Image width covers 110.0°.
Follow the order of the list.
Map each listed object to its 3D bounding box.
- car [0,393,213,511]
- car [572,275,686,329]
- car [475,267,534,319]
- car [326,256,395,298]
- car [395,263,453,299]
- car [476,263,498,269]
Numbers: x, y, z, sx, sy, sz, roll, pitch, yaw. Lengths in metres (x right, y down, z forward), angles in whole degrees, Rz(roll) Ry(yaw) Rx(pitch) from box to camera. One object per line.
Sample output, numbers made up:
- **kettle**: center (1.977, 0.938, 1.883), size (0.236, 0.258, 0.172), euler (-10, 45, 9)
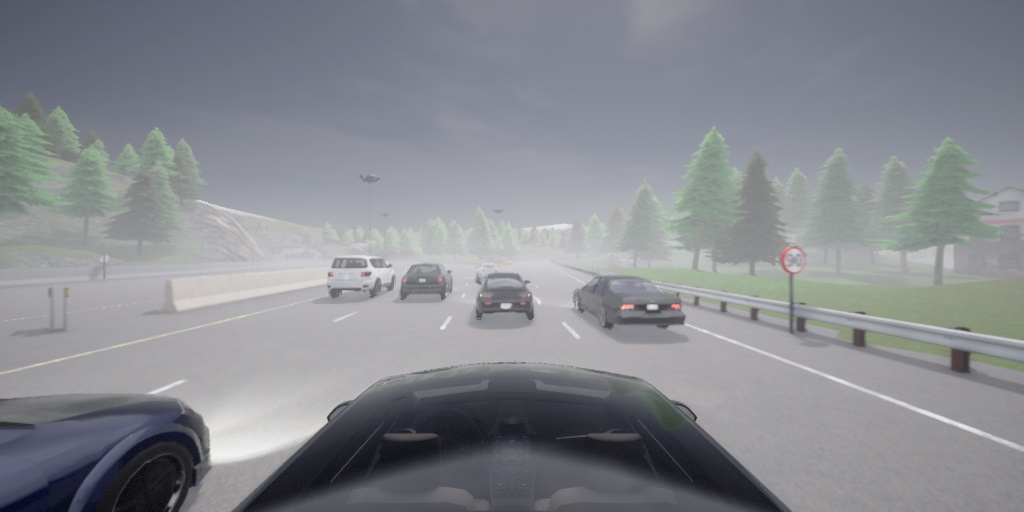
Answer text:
- **car**: center (-3.483, 1.323, 1.232), size (1.994, 1.385, 4.181), euler (0, 0, 0)
- **car**: center (3.307, 1.294, 11.240), size (2.033, 1.411, 5.357), euler (0, 0, -3)
- **car**: center (-0.309, 1.283, 12.697), size (1.812, 1.442, 4.674), euler (0, 0, -3)
- **car**: center (-7.774, 1.004, 18.971), size (2.150, 2.045, 5.566), euler (0, 0, -5)
- **car**: center (-4.221, 1.124, 18.326), size (2.097, 1.767, 4.553), euler (0, 0, -5)
- **car**: center (-2.032, 1.299, 30.249), size (1.812, 1.442, 4.674), euler (0, 0, -8)
